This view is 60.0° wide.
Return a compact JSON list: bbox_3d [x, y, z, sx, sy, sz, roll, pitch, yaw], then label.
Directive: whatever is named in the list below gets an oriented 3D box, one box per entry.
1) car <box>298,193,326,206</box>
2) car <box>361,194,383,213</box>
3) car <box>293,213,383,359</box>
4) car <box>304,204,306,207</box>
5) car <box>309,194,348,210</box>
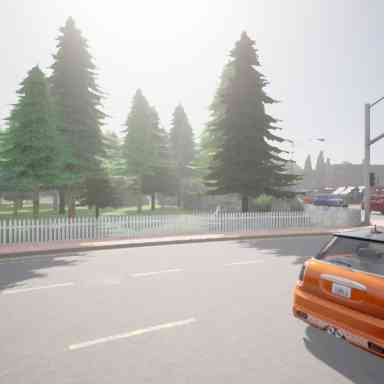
[{"bbox_3d":[20.063,1.276,56.043,2.150,2.045,5.566,0,0,-7],"label":"car"},{"bbox_3d":[19.364,1.277,33.197,2.150,2.045,5.566,0,0,-8],"label":"car"},{"bbox_3d":[3.939,1.352,5.443,4.553,1.767,2.097,0,0,-26],"label":"car"},{"bbox_3d":[16.654,1.581,53.661,1.812,1.442,4.674,0,0,-7],"label":"car"},{"bbox_3d":[17.999,1.277,43.463,2.150,2.045,5.566,0,0,-8],"label":"car"}]
